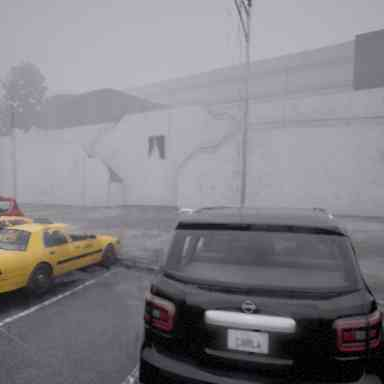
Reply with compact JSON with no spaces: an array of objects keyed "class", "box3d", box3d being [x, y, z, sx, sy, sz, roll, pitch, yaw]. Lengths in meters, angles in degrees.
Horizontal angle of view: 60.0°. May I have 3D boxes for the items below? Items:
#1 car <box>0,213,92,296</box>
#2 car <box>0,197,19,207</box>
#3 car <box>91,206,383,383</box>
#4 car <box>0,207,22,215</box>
[{"class":"car","box3d":[-3.716,1.447,8.662,1.946,1.575,5.366,0,-1,16]},{"class":"car","box3d":[-8.646,1.177,11.940,2.435,2.045,5.566,1,-1,15]},{"class":"car","box3d":[1.126,1.224,5.028,2.435,2.045,5.566,0,-1,16]},{"class":"car","box3d":[-6.251,1.431,10.043,1.946,1.575,5.366,1,-1,16]}]
